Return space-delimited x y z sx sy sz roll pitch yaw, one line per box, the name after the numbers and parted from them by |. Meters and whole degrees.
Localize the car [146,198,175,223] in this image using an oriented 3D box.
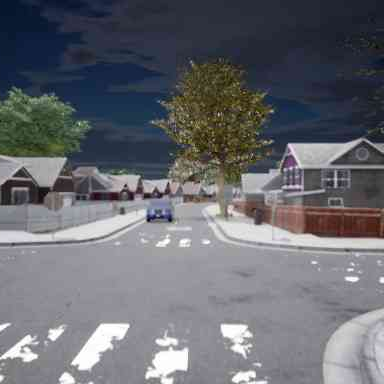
-2.730 1.583 29.650 2.150 2.045 5.566 0 0 0 | car
